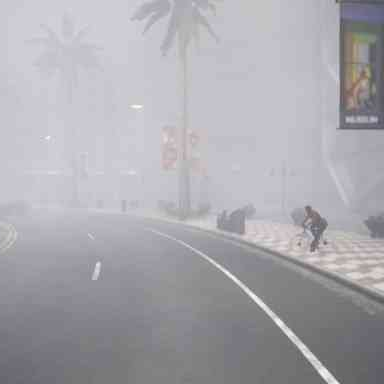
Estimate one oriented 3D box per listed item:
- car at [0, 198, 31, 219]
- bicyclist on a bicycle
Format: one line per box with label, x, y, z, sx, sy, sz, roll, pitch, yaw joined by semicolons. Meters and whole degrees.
car;-15.767;1.377;28.095;5.008;1.535;1.882;0;0;43
bicyclist on a bicycle;4.006;1.260;11.052;1.656;1.620;0.582;0;0;-13
